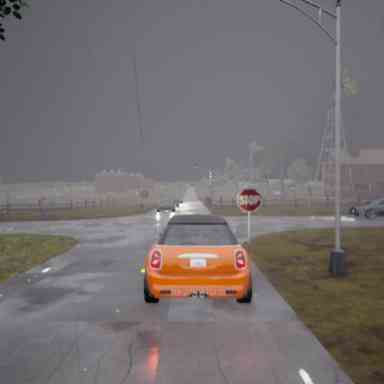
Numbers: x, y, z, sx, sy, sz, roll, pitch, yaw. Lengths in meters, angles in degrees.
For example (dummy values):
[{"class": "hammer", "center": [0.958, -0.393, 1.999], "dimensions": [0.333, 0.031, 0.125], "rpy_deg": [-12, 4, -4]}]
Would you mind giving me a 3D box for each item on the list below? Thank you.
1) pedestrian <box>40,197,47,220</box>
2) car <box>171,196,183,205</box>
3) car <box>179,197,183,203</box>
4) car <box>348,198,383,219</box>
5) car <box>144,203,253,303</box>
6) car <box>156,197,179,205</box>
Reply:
[{"class": "pedestrian", "center": [-12.089, 1.329, 27.114], "dimensions": [0.375, 1.860, 0.375], "rpy_deg": [0, 2, 0]}, {"class": "car", "center": [-2.640, 1.501, 59.879], "dimensions": [1.994, 1.385, 4.181], "rpy_deg": [0, 0, -1]}, {"class": "car", "center": [-2.723, 1.437, 47.228], "dimensions": [2.033, 1.411, 5.357], "rpy_deg": [0, 0, 1]}, {"class": "car", "center": [13.561, 1.146, 23.909], "dimensions": [4.181, 1.385, 1.994], "rpy_deg": [-1, 1, -1]}, {"class": "car", "center": [0.119, 1.312, 8.237], "dimensions": [2.097, 1.767, 4.553], "rpy_deg": [0, 0, 0]}, {"class": "car", "center": [-2.753, 1.386, 36.683], "dimensions": [1.837, 1.490, 4.892], "rpy_deg": [0, 0, 0]}]
